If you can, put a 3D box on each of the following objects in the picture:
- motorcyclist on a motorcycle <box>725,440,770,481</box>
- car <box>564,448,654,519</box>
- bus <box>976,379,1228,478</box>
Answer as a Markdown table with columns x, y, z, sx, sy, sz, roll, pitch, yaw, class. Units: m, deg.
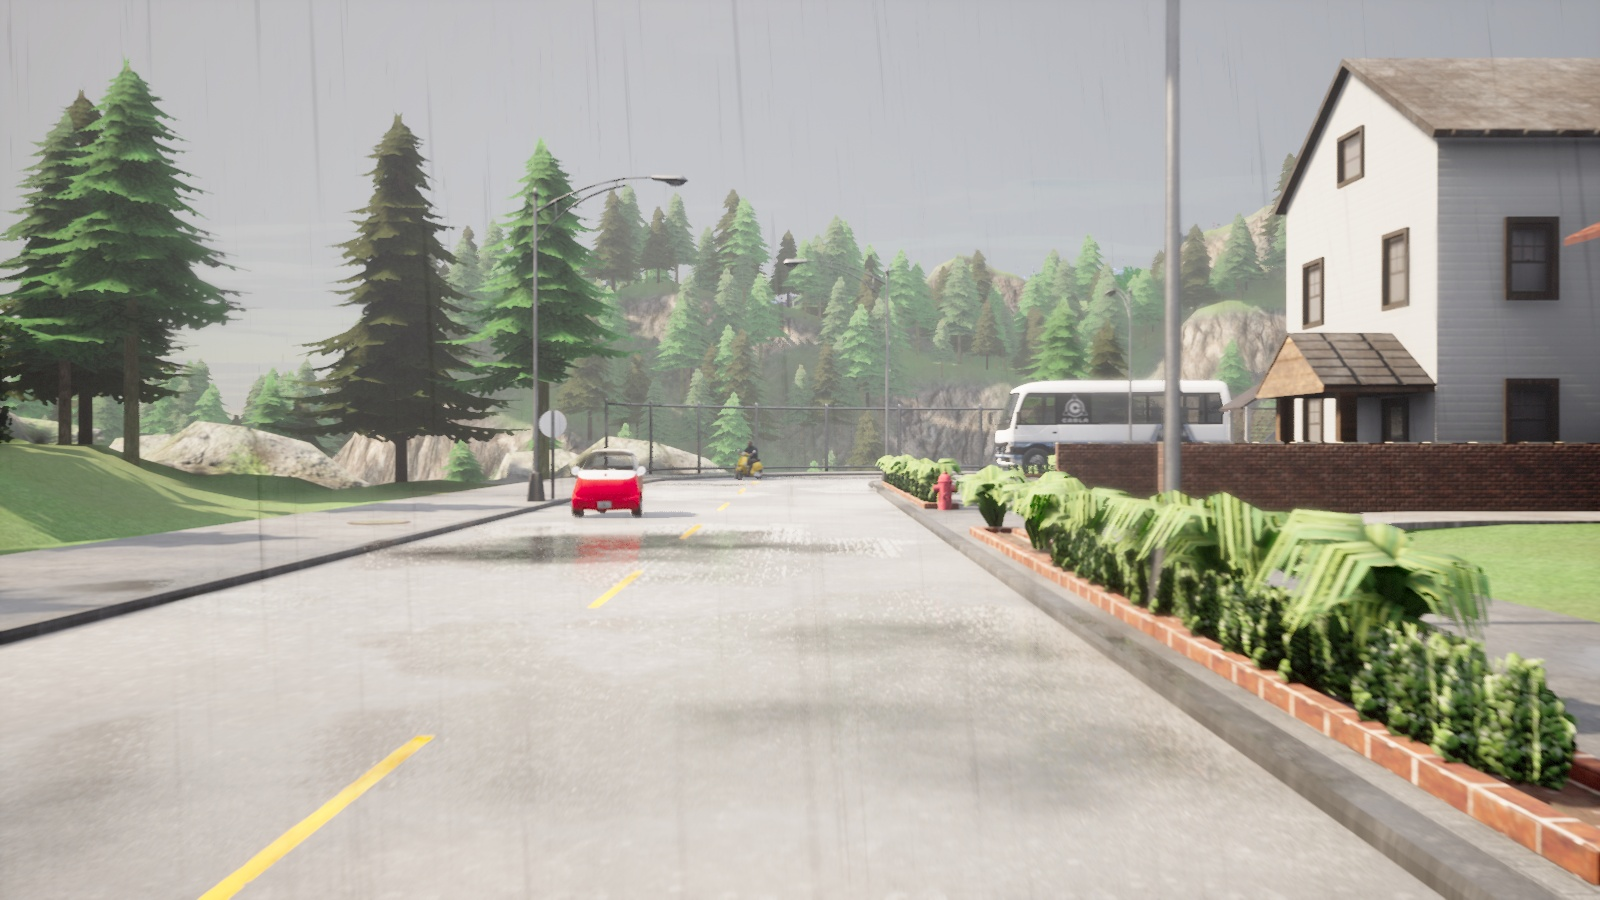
| x | y | z | sx | sy | sz | roll | pitch | yaw | class |
| --- | --- | --- | --- | --- | --- | --- | --- | --- | --- |
| -2.094 | 0.416 | 50.331 | 0.866 | 1.590 | 1.817 | 2 | 1 | 33 | motorcyclist on a motorcycle |
| -3.839 | 0.653 | 25.556 | 1.481 | 1.376 | 2.207 | 0 | 0 | 0 | car |
| 13.260 | -0.935 | 55.974 | 10.273 | 4.253 | 3.944 | 0 | 0 | 0 | bus |
